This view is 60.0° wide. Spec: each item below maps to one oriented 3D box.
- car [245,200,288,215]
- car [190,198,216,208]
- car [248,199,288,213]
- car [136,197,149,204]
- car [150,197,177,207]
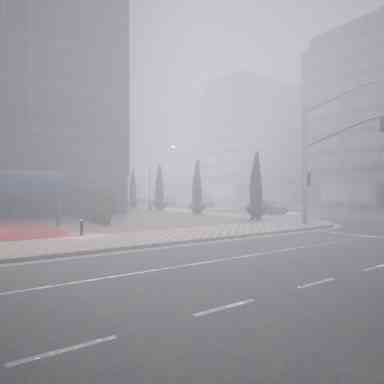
[{"bbox_3d":[7.442,1.526,33.564,1.812,1.442,4.674,0,0,-37],"label":"car"},{"bbox_3d":[1.567,1.562,48.098,1.994,1.385,4.181,0,0,-35],"label":"car"},{"bbox_3d":[8.614,1.564,37.999,1.994,1.385,4.181,0,0,-35],"label":"car"},{"bbox_3d":[-9.346,1.569,63.897,1.994,1.385,4.181,0,0,-35],"label":"car"},{"bbox_3d":[-4.110,1.504,50.126,1.837,1.490,4.892,0,0,-35],"label":"car"}]
